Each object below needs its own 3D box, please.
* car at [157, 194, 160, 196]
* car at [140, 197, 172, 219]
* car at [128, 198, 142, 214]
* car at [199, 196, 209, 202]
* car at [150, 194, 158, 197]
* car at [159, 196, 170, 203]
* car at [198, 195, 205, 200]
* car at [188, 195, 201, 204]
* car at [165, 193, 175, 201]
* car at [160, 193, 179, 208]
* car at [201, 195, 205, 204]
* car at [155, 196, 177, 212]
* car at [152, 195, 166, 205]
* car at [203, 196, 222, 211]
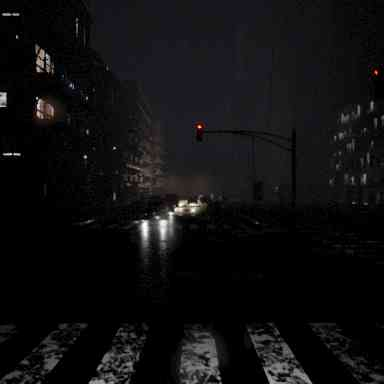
[{"bbox_3d":[-5.692,1.312,52.333,2.192,1.841,5.009,-1,0,0],"label":"car"},{"bbox_3d":[-3.093,1.501,29.354,1.837,1.490,4.892,0,0,0],"label":"car"},{"bbox_3d":[-5.693,1.540,35.385,1.887,1.381,4.507,-1,0,0],"label":"car"},{"bbox_3d":[2.664,1.548,74.984,1.887,1.381,4.507,-1,0,0],"label":"car"},{"bbox_3d":[-5.693,1.436,41.034,1.967,1.590,4.097,-1,0,0],"label":"car"},{"bbox_3d":[-5.684,1.584,69.279,1.802,1.307,4.206,-1,0,0],"label":"car"},{"bbox_3d":[2.667,1.535,92.101,1.752,1.417,4.829,-1,0,0],"label":"car"},{"bbox_3d":[0.117,1.547,63.721,2.033,1.411,5.357,0,0,0],"label":"car"},{"bbox_3d":[-5.684,1.322,86.226,2.192,1.841,5.009,-1,0,0],"label":"car"},{"bbox_3d":[-3.078,1.217,49.454,2.150,2.045,5.566,0,0,0],"label":"car"},{"bbox_3d":[2.661,1.551,63.685,2.008,1.369,4.403,-1,0,0],"label":"car"},{"bbox_3d":[-3.087,1.521,39.109,1.812,1.442,4.674,0,0,0],"label":"car"},{"bbox_3d":[-5.689,1.439,57.981,1.967,1.590,4.097,-1,0,0],"label":"car"},{"bbox_3d":[2.655,1.540,41.090,1.887,1.381,4.507,-1,0,0],"label":"car"}]
